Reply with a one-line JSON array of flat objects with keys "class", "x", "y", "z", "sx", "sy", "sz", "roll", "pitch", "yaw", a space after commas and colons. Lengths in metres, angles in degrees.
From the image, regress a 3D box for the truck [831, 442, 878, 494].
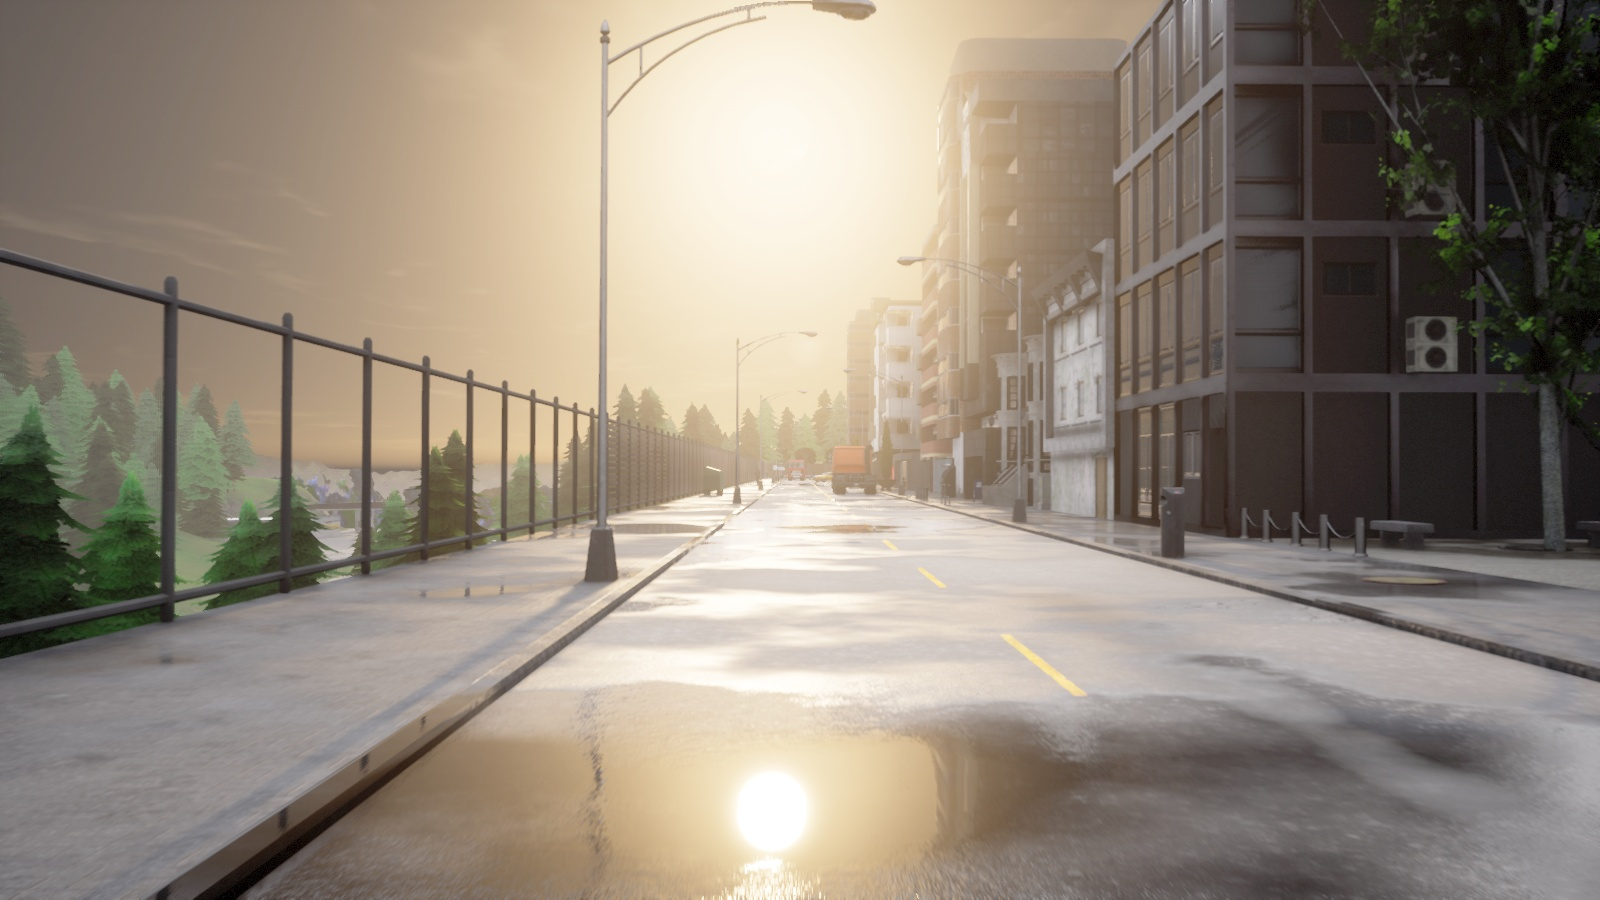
[{"class": "truck", "x": 3.748, "y": 1.288, "z": 87.823, "sx": 2.891, "sy": 3.462, "sz": 7.936, "roll": 0, "pitch": -1, "yaw": 0}]
